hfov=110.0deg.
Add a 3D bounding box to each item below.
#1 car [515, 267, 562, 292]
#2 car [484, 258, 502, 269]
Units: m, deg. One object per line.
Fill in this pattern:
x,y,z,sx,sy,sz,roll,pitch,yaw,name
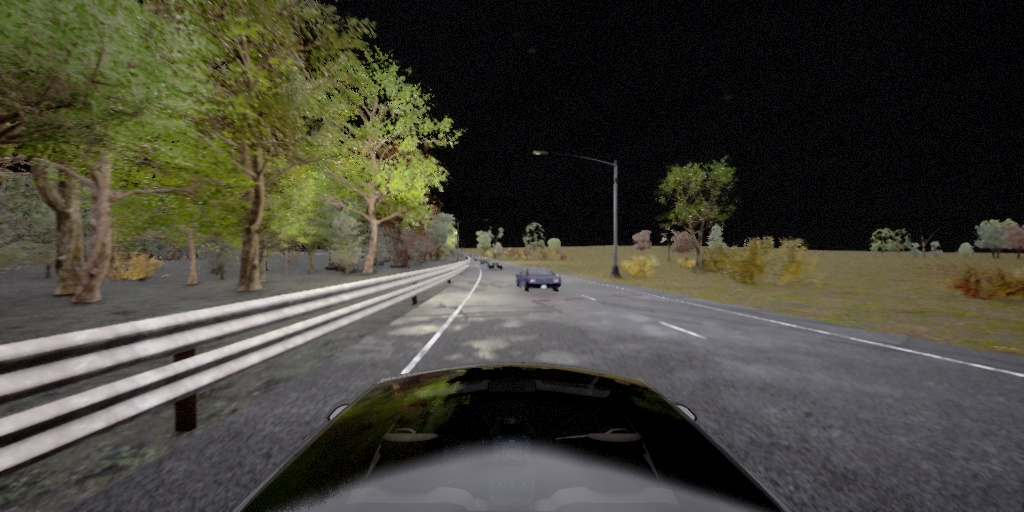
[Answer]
1.346,1.276,20.453,1.895,1.301,4.718,0,0,-7,car
-2.476,1.147,49.465,1.895,1.301,4.718,0,0,-8,car
